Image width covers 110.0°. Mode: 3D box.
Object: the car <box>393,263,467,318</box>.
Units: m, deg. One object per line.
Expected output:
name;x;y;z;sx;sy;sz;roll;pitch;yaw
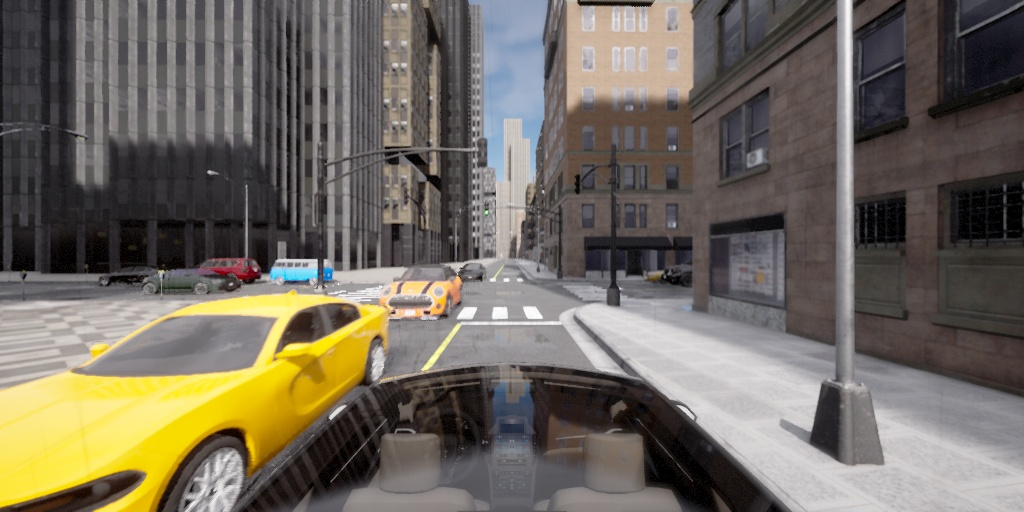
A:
car;-3.039;1.094;12.887;2.097;1.767;4.553;0;0;0

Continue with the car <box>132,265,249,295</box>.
car;-17.161;1.343;19.311;4.181;1.385;1.994;0;0;-1

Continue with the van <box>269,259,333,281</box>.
van;-14.813;1.120;25.314;3.998;1.789;1.690;0;0;-1

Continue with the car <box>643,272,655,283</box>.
car;12.030;1.259;25.824;4.829;1.417;1.751;0;0;-1

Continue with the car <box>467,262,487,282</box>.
car;-3.096;1.271;28.938;1.882;1.535;5.008;0;1;0

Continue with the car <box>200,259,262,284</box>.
car;-20.453;1.093;25.207;5.009;1.841;2.192;0;0;-1

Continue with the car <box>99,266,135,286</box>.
car;-26.092;1.341;25.100;4.313;1.339;1.948;0;0;-1

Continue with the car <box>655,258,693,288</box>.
car;12.626;0.948;23.062;5.566;2.045;2.150;-1;0;1

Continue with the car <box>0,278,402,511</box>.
car;-3.007;1.230;4.107;1.882;1.535;5.008;0;0;0
